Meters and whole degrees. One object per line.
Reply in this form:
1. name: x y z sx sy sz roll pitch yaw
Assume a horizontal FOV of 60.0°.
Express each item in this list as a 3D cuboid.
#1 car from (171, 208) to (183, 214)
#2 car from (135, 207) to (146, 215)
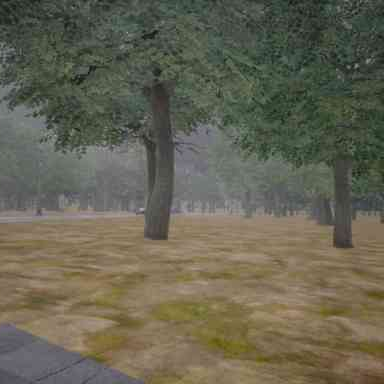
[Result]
1. car: -3.874 3.968 69.944 2.033 1.411 5.357 0 -3 28
2. car: -8.510 3.564 61.203 1.812 1.442 4.674 0 -3 29
